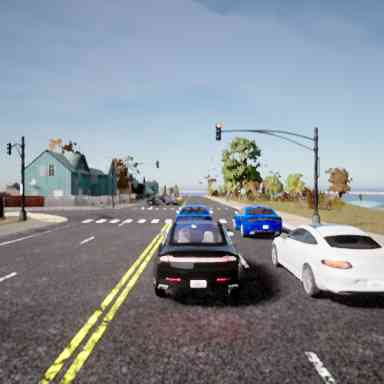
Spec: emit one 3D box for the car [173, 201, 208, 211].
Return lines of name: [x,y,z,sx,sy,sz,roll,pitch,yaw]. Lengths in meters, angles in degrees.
car: [0.130,1.455,18.070,1.882,1.535,5.008,0,0,1]

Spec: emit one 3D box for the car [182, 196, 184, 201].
car: [-3.099,1.443,69.580,1.882,1.535,5.008,0,0,0]

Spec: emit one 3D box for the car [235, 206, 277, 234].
car: [3.388,1.455,17.743,1.882,1.535,5.008,0,0,0]

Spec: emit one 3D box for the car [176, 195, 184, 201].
car: [-3.066,1.558,84.740,1.895,1.301,4.718,0,0,0]

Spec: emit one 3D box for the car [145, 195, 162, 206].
car: [-6.459,1.465,54.238,1.837,1.490,4.892,0,0,0]

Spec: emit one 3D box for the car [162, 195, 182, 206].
car: [-3.213,1.508,54.166,2.033,1.411,5.357,0,0,0]

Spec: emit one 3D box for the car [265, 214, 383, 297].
car: [3.365,1.514,8.406,1.812,1.442,4.674,0,0,0]

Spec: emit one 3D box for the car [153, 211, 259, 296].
car: [0.120,1.480,8.575,2.128,1.511,4.902,0,0,0]

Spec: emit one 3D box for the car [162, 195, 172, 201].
car: [-6.316,1.503,84.745,2.033,1.411,5.357,0,0,0]
